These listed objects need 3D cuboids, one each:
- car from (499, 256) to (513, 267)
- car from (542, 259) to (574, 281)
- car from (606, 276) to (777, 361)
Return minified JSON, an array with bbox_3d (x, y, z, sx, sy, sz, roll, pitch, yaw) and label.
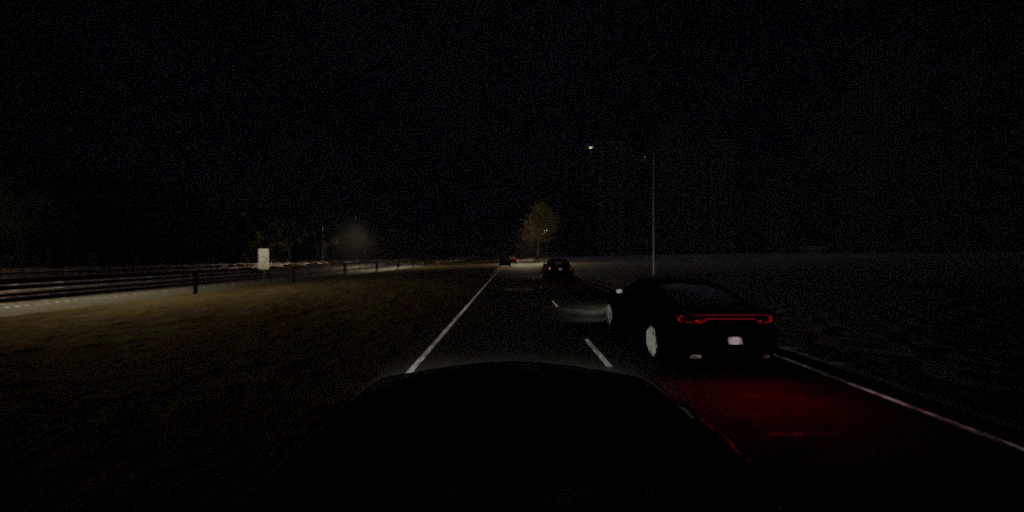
[{"bbox_3d":[-1.201,1.070,61.396,1.812,1.442,4.674,0,0,0],"label":"car"},{"bbox_3d":[3.611,0.998,28.808,2.097,1.767,4.553,0,0,0],"label":"car"},{"bbox_3d":[3.601,1.202,8.252,1.882,1.535,5.008,0,0,0],"label":"car"}]
